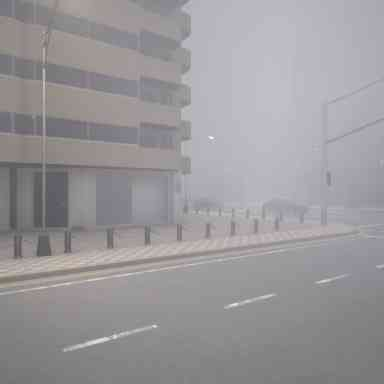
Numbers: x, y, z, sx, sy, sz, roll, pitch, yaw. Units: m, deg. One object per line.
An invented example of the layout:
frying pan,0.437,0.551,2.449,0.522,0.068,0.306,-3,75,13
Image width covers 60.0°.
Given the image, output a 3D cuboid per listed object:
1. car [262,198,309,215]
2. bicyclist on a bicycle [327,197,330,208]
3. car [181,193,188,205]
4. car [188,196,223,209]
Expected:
car,9.371,1.422,33.598,1.882,1.535,5.008,0,0,-35
bicyclist on a bicycle,17.322,1.245,43.050,1.656,1.620,0.582,0,0,-35
car,-3.522,1.166,58.373,2.150,2.045,5.566,0,0,-34
car,2.094,1.436,43.940,2.128,1.511,4.902,0,0,-35
